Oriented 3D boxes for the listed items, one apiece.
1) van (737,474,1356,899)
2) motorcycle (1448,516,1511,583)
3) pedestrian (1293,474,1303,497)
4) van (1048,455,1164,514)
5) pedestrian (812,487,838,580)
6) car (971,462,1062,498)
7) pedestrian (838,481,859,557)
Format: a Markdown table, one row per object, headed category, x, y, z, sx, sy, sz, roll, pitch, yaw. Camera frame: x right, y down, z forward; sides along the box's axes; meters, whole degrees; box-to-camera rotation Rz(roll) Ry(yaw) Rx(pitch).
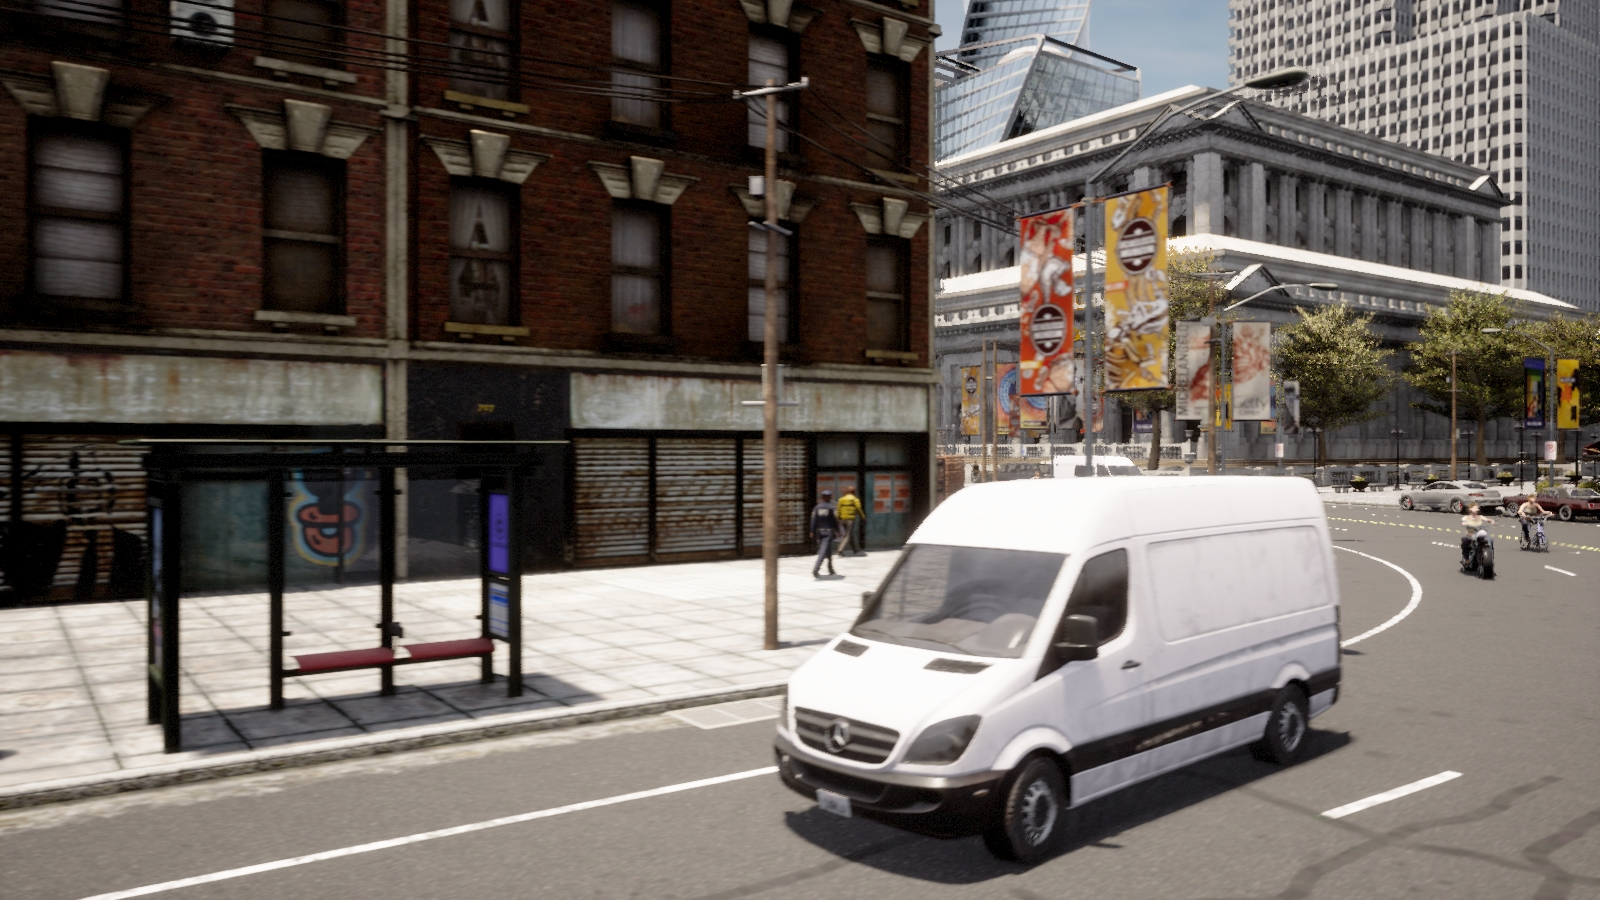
| category | x | y | z | sx | sy | sz | roll | pitch | yaw |
| --- | --- | --- | --- | --- | --- | --- | --- | --- | --- |
| van | 2.421 | 1.534 | 9.719 | 5.915 | 2.561 | 1.988 | 0 | -1 | -41 |
| motorcycle | 15.047 | 2.170 | 25.353 | 0.764 | 1.277 | 2.356 | -1 | 0 | 20 |
| pedestrian | 27.747 | 1.976 | 63.701 | 0.375 | 1.300 | 0.375 | 0 | 0 | -32 |
| van | 14.167 | 1.534 | 53.297 | 1.988 | 2.561 | 5.915 | 0 | 0 | -24 |
| pedestrian | 0.511 | 1.696 | 23.343 | 0.375 | 1.860 | 0.375 | 0 | 0 | 32 |
| car | 13.103 | 1.779 | 69.358 | 2.150 | 2.045 | 5.566 | 0 | 0 | -34 |
| pedestrian | 1.207 | 1.696 | 28.335 | 0.375 | 1.860 | 0.375 | 0 | 0 | 40 |
